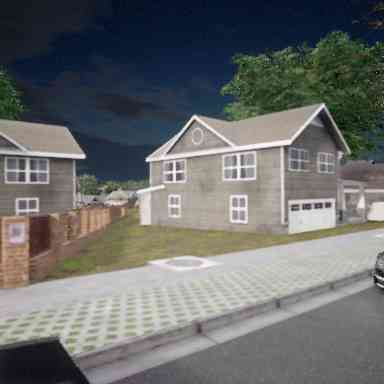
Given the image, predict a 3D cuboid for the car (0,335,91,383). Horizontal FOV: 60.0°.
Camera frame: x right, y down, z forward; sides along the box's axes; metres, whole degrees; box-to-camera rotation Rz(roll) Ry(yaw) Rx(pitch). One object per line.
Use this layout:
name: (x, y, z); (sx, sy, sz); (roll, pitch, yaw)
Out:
car: (-2.697, 1.605, 1.252); (4.718, 1.301, 1.895); (0, 0, -36)

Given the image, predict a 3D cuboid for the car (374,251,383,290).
car: (6.159, 1.528, 7.999); (4.902, 1.511, 2.128); (0, 0, -39)
